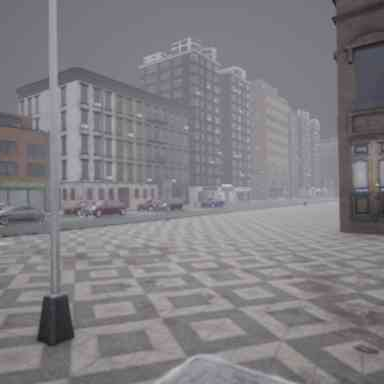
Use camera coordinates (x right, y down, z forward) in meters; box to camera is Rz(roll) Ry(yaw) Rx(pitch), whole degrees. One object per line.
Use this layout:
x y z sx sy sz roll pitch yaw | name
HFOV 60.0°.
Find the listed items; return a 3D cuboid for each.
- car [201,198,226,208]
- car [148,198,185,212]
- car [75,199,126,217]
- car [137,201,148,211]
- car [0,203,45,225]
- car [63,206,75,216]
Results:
3.199 1.606 49.576 1.882 1.535 5.008 -1 -1 36 | car
-2.812 1.502 41.194 2.097 1.767 4.553 -1 -1 35 | car
-8.733 1.522 32.881 2.097 1.767 4.553 -1 -1 35 | car
-5.046 1.677 43.654 1.882 1.535 5.008 -1 -1 36 | car
-13.726 1.751 25.851 1.994 1.385 4.181 -1 -1 35 | car
-11.110 1.699 35.139 1.882 1.535 5.008 -1 -1 35 | car
